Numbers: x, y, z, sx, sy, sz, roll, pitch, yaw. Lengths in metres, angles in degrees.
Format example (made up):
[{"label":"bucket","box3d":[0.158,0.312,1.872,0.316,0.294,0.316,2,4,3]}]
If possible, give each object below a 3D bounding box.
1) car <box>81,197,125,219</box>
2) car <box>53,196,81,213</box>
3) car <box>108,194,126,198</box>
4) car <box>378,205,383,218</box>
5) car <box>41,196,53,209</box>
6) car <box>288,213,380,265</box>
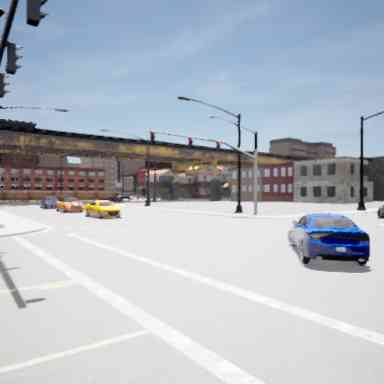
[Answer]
[{"label":"car","box3d":[-7.993,1.512,29.807,1.882,1.535,5.008,0,0,-36]},{"label":"car","box3d":[-13.767,1.382,37.710,2.097,1.767,4.553,0,0,-36]},{"label":"car","box3d":[-17.068,1.626,70.279,2.033,1.411,5.357,0,0,30]},{"label":"car","box3d":[18.036,1.353,28.757,4.553,1.767,2.097,-1,0,-35]},{"label":"car","box3d":[-19.383,1.379,45.816,2.097,1.767,4.553,0,0,-31]},{"label":"car","box3d":[4.710,1.494,11.932,1.882,1.535,5.008,1,0,10]}]
